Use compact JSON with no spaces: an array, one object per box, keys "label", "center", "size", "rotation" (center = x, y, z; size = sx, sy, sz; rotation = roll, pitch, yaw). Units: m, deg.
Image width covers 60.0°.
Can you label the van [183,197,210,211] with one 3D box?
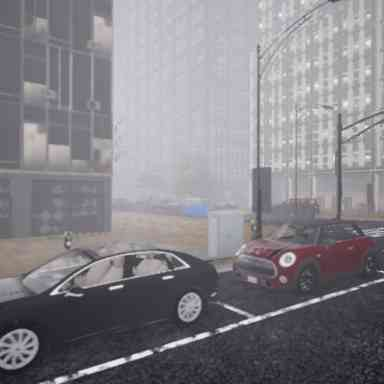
[{"label":"van","center":[0.611,1.668,45.733],"size":[1.690,1.788,3.998],"rotation":[0,0,-36]}]

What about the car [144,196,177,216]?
[{"label":"car","center":[-2.766,1.568,36.182],"size":[2.192,1.841,5.009],"rotation":[0,0,-36]}]

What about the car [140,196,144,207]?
[{"label":"car","center":[-6.913,1.597,51.495],"size":[2.150,2.045,5.566],"rotation":[0,0,-36]}]

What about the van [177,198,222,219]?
[{"label":"van","center":[0.610,1.556,31.593],"size":[1.690,1.788,3.998],"rotation":[0,0,-36]}]

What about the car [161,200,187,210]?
[{"label":"car","center":[-2.765,1.930,50.322],"size":[1.947,1.339,4.313],"rotation":[0,0,-36]}]

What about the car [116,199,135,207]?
[{"label":"car","center":[-12.896,2.023,64.088],"size":[2.008,1.369,4.403],"rotation":[0,0,-36]}]

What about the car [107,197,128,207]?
[{"label":"car","center":[-13.499,1.796,60.379],"size":[2.097,1.767,4.553],"rotation":[0,-1,-36]}]

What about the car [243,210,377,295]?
[{"label":"car","center":[2.997,1.462,8.695],"size":[4.097,1.590,1.967],"rotation":[0,0,-35]}]

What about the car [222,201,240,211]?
[{"label":"car","center":[3.988,1.841,41.143],"size":[2.008,1.369,4.403],"rotation":[0,0,-36]}]

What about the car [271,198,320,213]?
[{"label":"car","center":[10.157,1.536,32.759],"size":[2.192,1.841,5.009],"rotation":[0,0,-36]}]

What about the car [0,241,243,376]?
[{"label":"car","center":[-1.513,1.557,5.480],"size":[4.403,1.369,2.008],"rotation":[0,0,-35]}]

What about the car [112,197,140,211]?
[{"label":"car","center":[-9.520,1.642,45.360],"size":[2.192,1.841,5.009],"rotation":[0,0,-36]}]
